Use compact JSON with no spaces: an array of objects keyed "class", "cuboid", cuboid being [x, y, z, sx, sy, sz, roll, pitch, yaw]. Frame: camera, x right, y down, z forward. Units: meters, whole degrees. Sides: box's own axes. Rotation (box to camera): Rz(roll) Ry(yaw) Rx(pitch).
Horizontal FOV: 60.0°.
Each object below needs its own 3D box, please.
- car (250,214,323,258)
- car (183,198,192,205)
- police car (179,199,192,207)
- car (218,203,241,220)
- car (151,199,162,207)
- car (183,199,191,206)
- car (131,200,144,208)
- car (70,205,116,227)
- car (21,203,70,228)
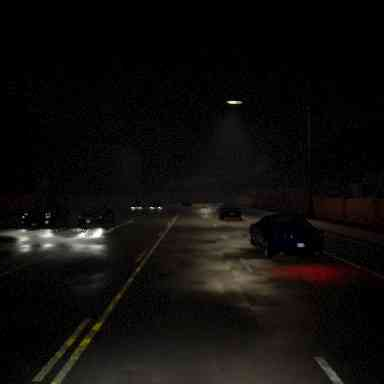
[{"class":"car","cuboid":[3.596,1.628,13.473,1.882,1.535,5.008,0,-1,0]},{"class":"car","cuboid":[-1.135,2.379,81.603,1.882,1.535,5.008,0,-1,-2]},{"class":"police car","cuboid":[-1.065,2.150,65.687,1.930,1.638,5.238,0,-1,0]},{"class":"car","cuboid":[3.594,1.837,32.488,1.882,1.535,5.008,0,-1,0]},{"class":"car","cuboid":[-7.023,2.233,66.393,1.837,1.490,4.892,0,0,0]},{"class":"car","cuboid":[-1.067,2.311,75.578,1.882,1.535,5.008,0,-1,0]},{"class":"car","cuboid":[-10.524,2.261,64.769,2.033,1.411,5.357,0,-1,0]},{"class":"car","cuboid":[-7.102,1.770,25.229,2.128,1.511,4.902,0,-1,0]},{"class":"car","cuboid":[-10.602,1.623,24.528,2.097,1.767,4.553,0,-1,0]}]
